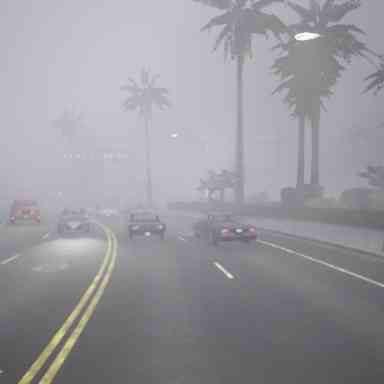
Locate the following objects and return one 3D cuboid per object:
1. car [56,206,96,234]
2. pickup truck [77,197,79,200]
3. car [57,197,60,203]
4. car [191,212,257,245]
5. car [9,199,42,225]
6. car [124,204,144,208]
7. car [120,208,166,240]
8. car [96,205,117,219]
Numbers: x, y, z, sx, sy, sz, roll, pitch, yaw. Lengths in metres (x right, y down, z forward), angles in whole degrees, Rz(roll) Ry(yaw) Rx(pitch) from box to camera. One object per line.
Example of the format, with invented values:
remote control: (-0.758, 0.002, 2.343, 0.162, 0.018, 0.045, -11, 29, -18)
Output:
car: (-7.537, 1.751, 21.333, 2.128, 1.511, 4.902, 0, -1, -19)
pickup truck: (-24.680, 2.005, 76.222, 2.390, 2.098, 6.274, 0, -1, 6)
car: (-34.325, 2.514, 89.182, 4.674, 1.452, 2.002, 0, -1, 6)
car: (1.405, 1.717, 16.523, 2.033, 1.411, 5.357, 0, -1, -14)
car: (-14.054, 1.582, 28.135, 2.150, 2.045, 5.566, 0, -1, -27)
car: (-6.355, 1.973, 35.972, 1.994, 1.385, 4.181, 0, -1, -30)
car: (-2.792, 1.812, 18.675, 1.895, 1.301, 4.718, 0, -1, -15)
car: (-9.304, 2.006, 34.326, 1.895, 1.301, 4.718, 0, -1, -30)
